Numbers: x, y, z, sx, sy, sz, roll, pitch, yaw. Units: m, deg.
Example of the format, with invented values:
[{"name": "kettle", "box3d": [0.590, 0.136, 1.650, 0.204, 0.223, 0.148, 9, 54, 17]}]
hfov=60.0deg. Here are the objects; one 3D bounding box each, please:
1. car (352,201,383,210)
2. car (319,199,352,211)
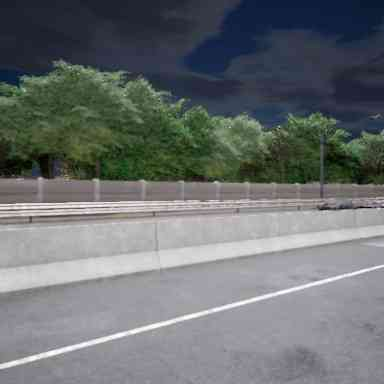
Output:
[{"name": "car", "box3d": [18.855, 1.576, 33.948, 4.718, 1.301, 1.895, 0, 0, -34]}, {"name": "car", "box3d": [16.223, 1.520, 36.398, 5.357, 1.411, 2.033, 0, 0, -34]}]
